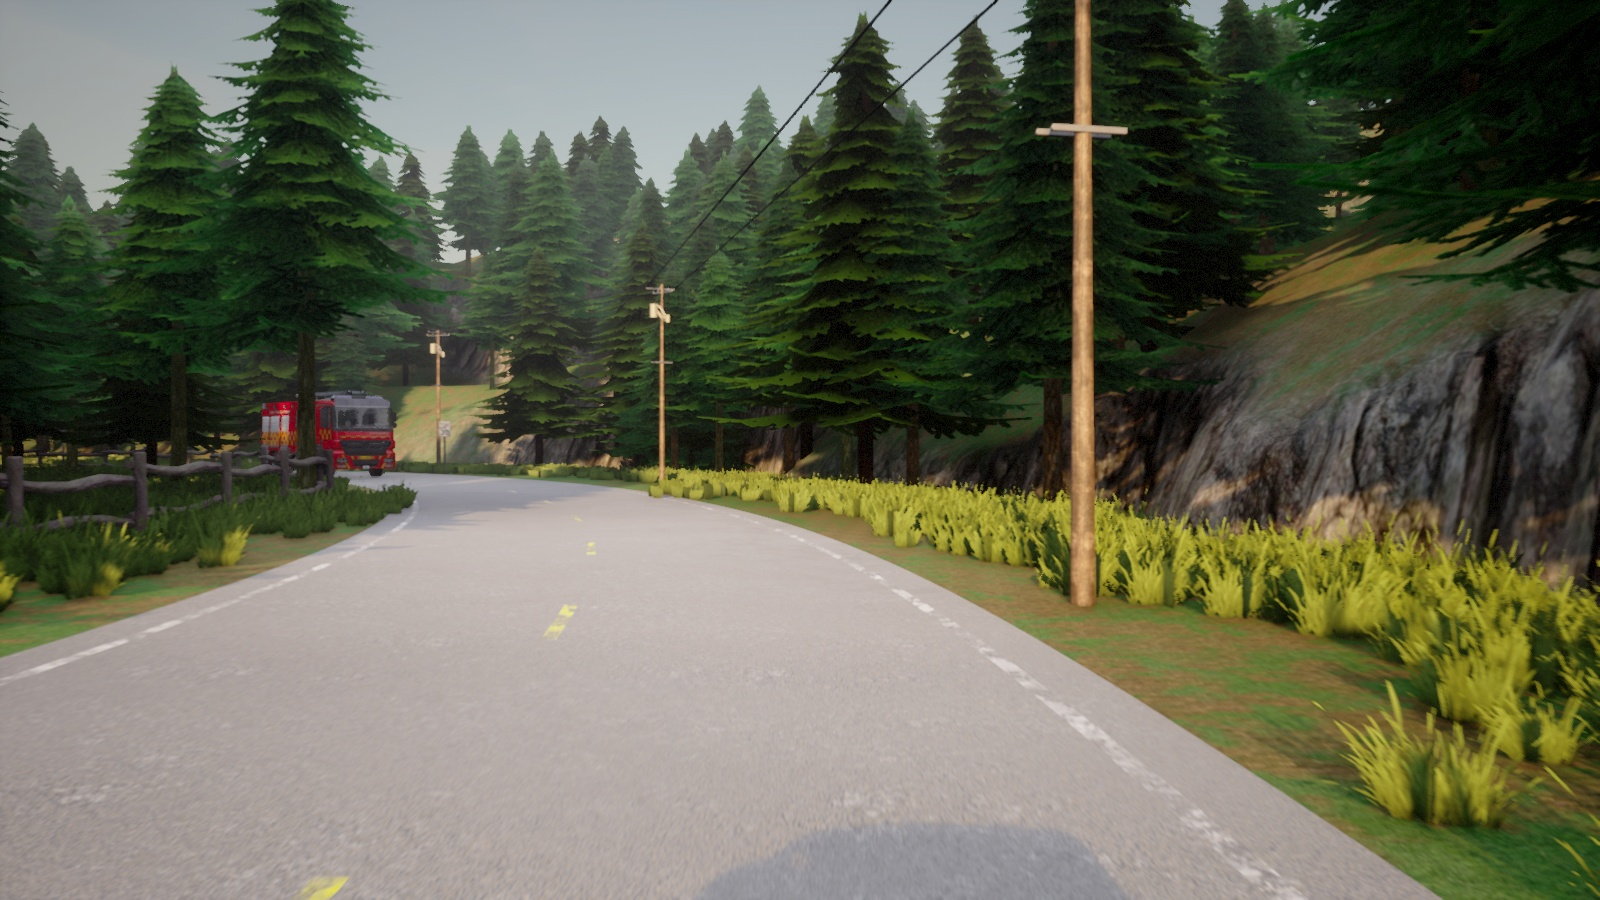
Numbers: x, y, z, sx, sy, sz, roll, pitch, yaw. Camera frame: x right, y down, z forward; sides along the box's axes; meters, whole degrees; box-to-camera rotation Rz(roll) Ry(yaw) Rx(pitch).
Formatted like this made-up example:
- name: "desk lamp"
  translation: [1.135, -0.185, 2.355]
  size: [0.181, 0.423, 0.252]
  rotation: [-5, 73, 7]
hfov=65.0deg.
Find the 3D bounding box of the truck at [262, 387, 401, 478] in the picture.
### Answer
- name: "truck"
  translation: [-21.162, -0.753, 56.403]
  size: [2.891, 3.827, 8.468]
  rotation: [0, 0, -43]
